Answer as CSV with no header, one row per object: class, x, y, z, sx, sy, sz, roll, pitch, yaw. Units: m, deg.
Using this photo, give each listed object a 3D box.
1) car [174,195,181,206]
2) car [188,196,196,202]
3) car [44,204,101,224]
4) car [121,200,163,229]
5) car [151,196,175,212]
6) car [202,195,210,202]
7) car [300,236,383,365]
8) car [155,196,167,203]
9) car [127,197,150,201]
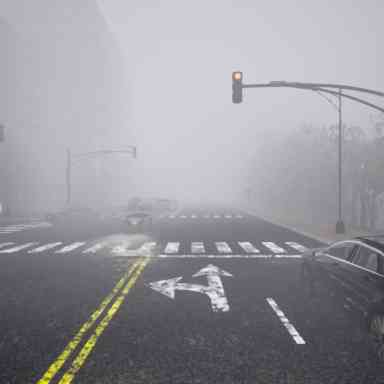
car,-3.334,1.579,56.139,1.994,1.385,4.181,0,0,0
car,0.008,1.626,76.779,1.895,1.301,4.718,0,0,0
car,-9.235,1.646,25.948,1.994,1.385,4.181,0,1,37
car,-3.354,1.536,21.913,2.128,1.511,4.902,0,0,0
car,-3.348,1.531,38.932,1.812,1.442,4.674,0,0,0
car,3.257,1.511,78.516,1.882,1.535,5.008,0,0,0
car,3.350,1.491,5.650,2.128,1.511,4.902,0,0,0
car,-6.495,1.570,69.312,2.033,1.411,5.357,0,0,0
car,-6.598,1.357,39.334,2.097,1.767,4.553,0,0,0
